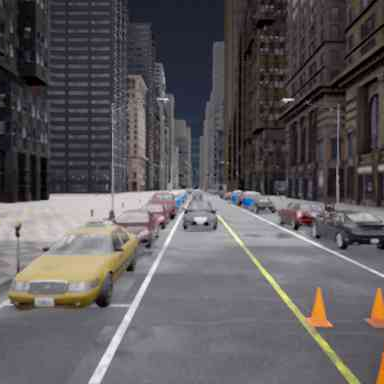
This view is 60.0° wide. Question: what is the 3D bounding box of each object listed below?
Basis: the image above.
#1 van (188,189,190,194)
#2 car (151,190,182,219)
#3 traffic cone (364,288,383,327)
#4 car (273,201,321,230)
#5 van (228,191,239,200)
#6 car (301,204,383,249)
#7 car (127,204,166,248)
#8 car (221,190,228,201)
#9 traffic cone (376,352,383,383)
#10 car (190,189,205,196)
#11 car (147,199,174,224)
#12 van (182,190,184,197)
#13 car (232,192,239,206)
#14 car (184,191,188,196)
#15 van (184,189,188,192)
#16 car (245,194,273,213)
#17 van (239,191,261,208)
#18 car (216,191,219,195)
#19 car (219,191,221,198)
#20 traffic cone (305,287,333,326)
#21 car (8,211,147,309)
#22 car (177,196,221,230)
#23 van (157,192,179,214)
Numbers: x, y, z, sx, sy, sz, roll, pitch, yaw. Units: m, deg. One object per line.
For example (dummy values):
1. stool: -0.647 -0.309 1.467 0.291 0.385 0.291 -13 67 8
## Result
1. van: -1.750 0.497 64.669 1.690 1.788 3.998 0 1 1
2. car: -2.161 0.976 24.932 2.192 1.841 5.009 0 1 1
3. traffic cone: 3.125 1.897 5.564 0.340 0.580 0.340 0 1 1
4. car: 6.305 1.222 19.178 1.967 1.590 4.097 0 1 1
5. van: 6.598 0.758 47.561 1.690 1.788 3.998 0 1 1
6. car: 6.246 1.406 13.503 2.008 1.369 4.403 0 1 1
7. car: -2.279 1.390 13.582 1.802 1.307 4.206 0 1 1
8. car: 6.715 0.714 58.916 1.967 1.590 4.097 0 1 1
9. traffic cone: 2.105 1.918 3.574 0.340 0.580 0.340 0 1 1
10. car: 0.984 0.713 61.832 1.837 1.490 4.892 0 0 1
11. car: -2.220 1.317 19.259 1.802 1.307 4.206 0 1 1
12. van: -2.044 0.856 36.286 1.690 1.788 3.998 0 1 1
13. car: 6.539 1.034 41.887 1.887 1.381 4.507 0 1 1
14. car: -1.927 0.953 47.642 1.802 1.307 4.206 0 1 1
15. van: -1.868 0.640 53.316 1.690 1.788 3.998 0 1 1
16. car: 6.422 1.186 30.534 2.008 1.369 4.403 0 1 1
17. van: 6.481 0.903 36.208 1.690 1.788 3.998 0 1 1
18. car: 6.833 0.447 70.268 2.192 1.841 5.009 0 1 1
19. car: 6.773 0.785 64.595 1.802 1.307 4.206 0 1 1
20. traffic cone: 2.125 1.892 5.574 0.340 0.580 0.340 0 1 1
21. car: -2.339 1.410 7.735 1.752 1.417 4.829 0 1 1
22. car: 0.448 1.243 19.048 2.128 1.511 4.902 0 1 1
23. van: -2.102 0.929 30.609 1.690 1.788 3.998 0 1 1
